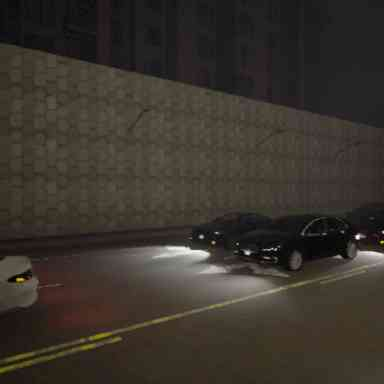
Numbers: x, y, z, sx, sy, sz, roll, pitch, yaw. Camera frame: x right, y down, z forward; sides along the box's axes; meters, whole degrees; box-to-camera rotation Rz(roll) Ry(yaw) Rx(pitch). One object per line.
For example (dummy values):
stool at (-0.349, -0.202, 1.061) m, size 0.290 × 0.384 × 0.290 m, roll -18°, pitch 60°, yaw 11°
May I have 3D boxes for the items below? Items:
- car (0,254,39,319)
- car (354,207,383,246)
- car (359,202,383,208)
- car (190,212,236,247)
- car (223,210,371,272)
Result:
car at (-4.805, 1.528, 4.842) m, size 4.674 × 1.442 × 1.812 m, roll 0°, pitch 0°, yaw -35°
car at (8.225, 1.531, 14.032) m, size 4.181 × 1.385 × 1.994 m, roll 0°, pitch 0°, yaw -35°
car at (11.382, 1.430, 20.581) m, size 5.008 × 1.535 × 1.882 m, roll 0°, pitch 0°, yaw -35°
car at (1.993, 1.543, 13.971) m, size 4.181 × 1.385 × 1.994 m, roll 0°, pitch 0°, yaw -35°
car at (3.554, 1.486, 10.789) m, size 4.892 × 1.490 × 1.837 m, roll 0°, pitch 0°, yaw -35°
